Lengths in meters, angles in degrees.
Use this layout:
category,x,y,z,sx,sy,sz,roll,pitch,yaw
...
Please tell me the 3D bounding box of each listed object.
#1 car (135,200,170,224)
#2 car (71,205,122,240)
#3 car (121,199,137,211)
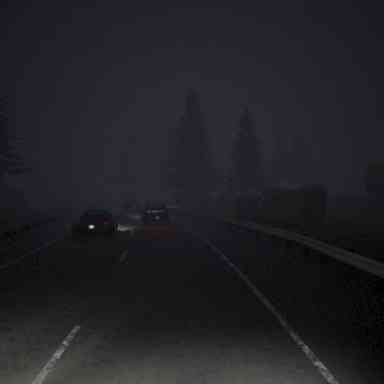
category,x,y,z,sx,sy,sz,roll,pitch,yaw
car,-2.845,1.531,24.894,2.128,1.511,4.902,0,0,-12
car,-4.997,1.598,17.501,1.994,1.385,4.181,0,0,-8
car,-7.555,1.547,41.134,1.882,1.535,5.008,0,0,-20
